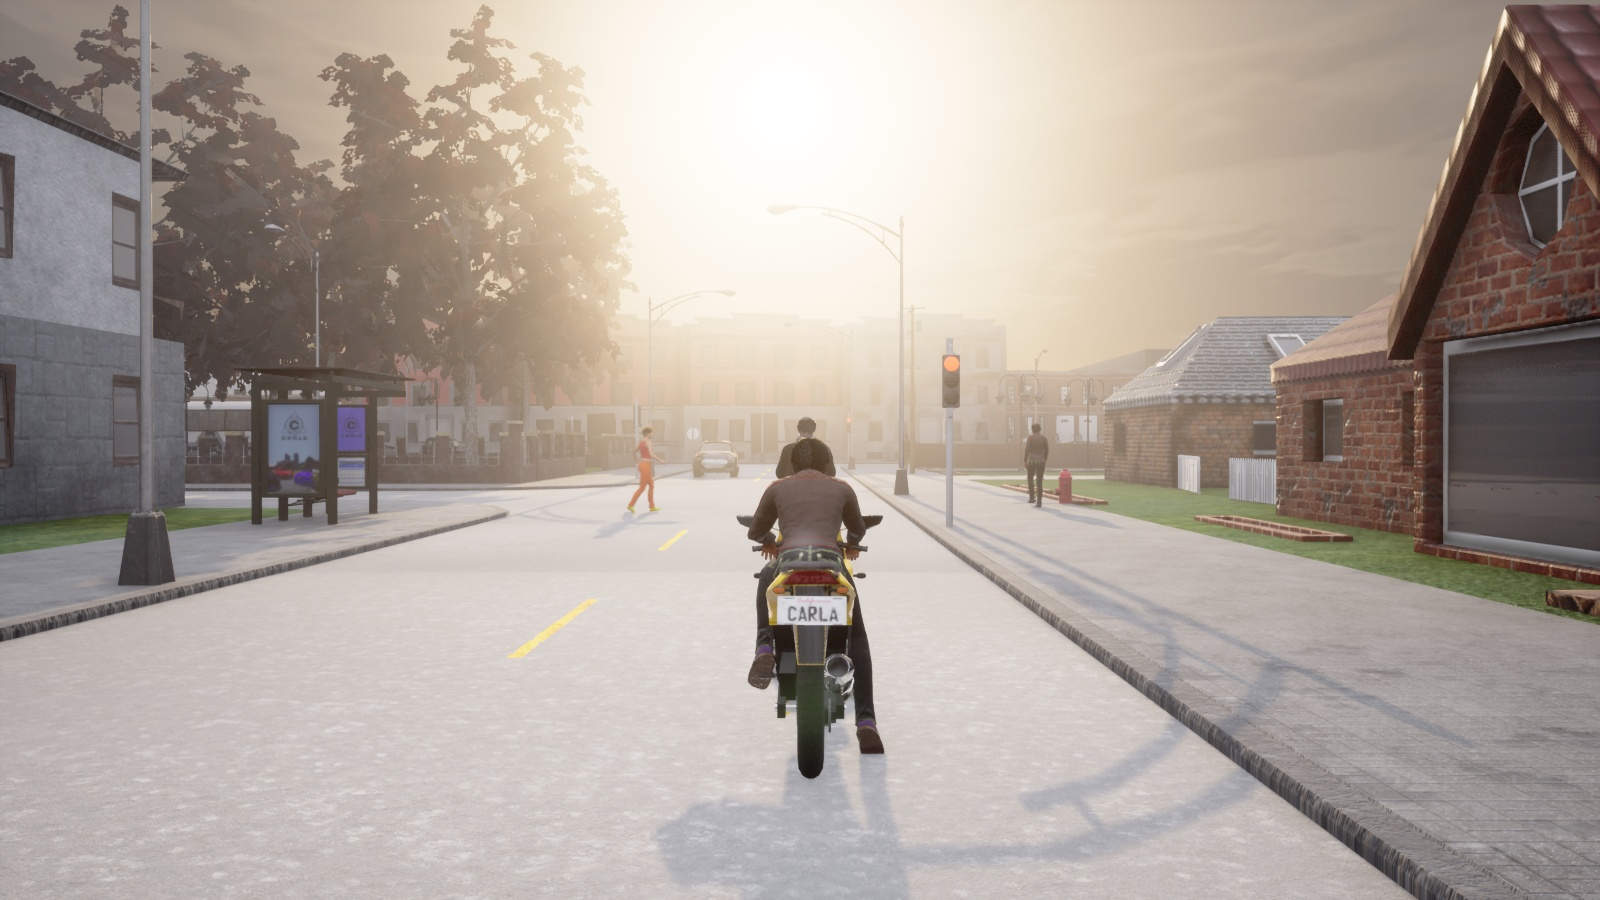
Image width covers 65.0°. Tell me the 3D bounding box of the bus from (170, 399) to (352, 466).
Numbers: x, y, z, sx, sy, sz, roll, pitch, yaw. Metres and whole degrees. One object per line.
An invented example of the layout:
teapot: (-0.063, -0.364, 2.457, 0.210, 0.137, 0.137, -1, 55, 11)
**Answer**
bus: (-35.270, -1.124, 82.490, 10.273, 4.253, 3.944, 0, 0, 1)

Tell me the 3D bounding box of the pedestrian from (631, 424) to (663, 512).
pedestrian: (-3.218, 0.385, 26.477, 0.594, 1.836, 0.345, 0, 0, -24)

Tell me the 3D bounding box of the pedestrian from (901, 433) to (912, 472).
pedestrian: (5.141, 0.119, 60.400, 0.431, 1.840, 0.703, 0, 0, 13)

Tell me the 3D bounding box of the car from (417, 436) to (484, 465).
car: (-22.915, 0.058, 82.453, 3.866, 1.878, 1.905, 0, 0, 1)

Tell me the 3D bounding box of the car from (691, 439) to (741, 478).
car: (-3.748, 0.354, 56.532, 2.033, 1.649, 4.856, 0, 0, -1)

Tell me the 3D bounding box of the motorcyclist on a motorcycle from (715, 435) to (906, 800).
motorcyclist on a motorcycle: (0.049, 0.693, 6.256, 0.797, 1.523, 2.044, 0, 0, 0)

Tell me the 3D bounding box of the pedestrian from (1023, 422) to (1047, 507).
pedestrian: (5.050, 0.308, 27.012, 0.328, 1.805, 0.869, 0, 0, -2)
